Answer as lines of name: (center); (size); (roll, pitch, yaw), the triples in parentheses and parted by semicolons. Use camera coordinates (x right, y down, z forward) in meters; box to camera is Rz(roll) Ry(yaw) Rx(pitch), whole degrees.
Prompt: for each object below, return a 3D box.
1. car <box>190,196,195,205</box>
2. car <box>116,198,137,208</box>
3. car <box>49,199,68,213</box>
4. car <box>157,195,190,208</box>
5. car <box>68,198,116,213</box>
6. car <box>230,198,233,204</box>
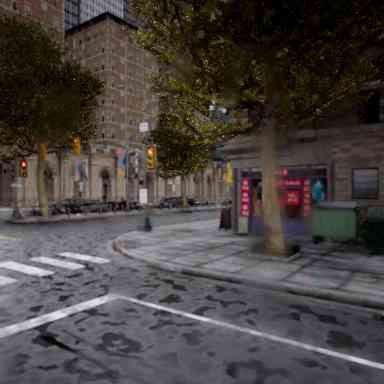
car: (-1.516, 1.339, 54.655); (2.097, 1.767, 4.553); (0, 0, 36)
car: (-10.249, 1.581, 47.971); (1.895, 1.301, 4.718); (0, 0, 36)
car: (-13.853, 1.489, 37.605); (1.837, 1.490, 4.892); (0, 1, 36)
car: (-2.900, 1.489, 46.783); (1.837, 1.490, 4.892); (0, 1, 36)
car: (-10.738, 1.552, 35.939); (1.994, 1.385, 4.181); (0, 0, 36)
car: (8.840, 1.474, 62.868); (1.882, 1.535, 5.008); (0, 0, 36)
